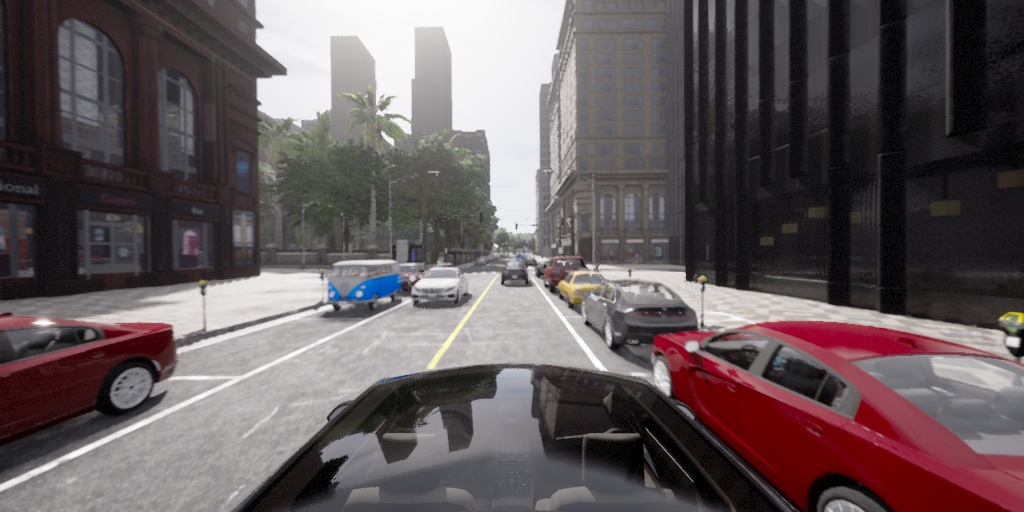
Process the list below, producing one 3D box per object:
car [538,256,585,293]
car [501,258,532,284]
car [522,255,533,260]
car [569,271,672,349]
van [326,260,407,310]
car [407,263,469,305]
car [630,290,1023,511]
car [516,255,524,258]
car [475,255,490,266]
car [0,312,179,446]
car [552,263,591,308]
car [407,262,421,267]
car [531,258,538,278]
[{"bbox_3d":[2.861,0.921,19.561,2.192,1.841,5.009,0,0,0],"label":"car"},{"bbox_3d":[0.197,1.120,24.955,1.812,1.442,4.674,-1,1,1],"label":"car"},{"bbox_3d":[3.002,0.910,56.848,1.948,1.339,4.313,0,0,0],"label":"car"},{"bbox_3d":[2.820,1.229,8.711,2.007,1.370,4.403,0,0,0],"label":"car"},{"bbox_3d":[-5.684,1.060,14.184,1.690,1.789,3.998,0,0,0],"label":"van"},{"bbox_3d":[-3.014,1.209,15.892,1.812,1.442,4.674,-1,0,0],"label":"car"},{"bbox_3d":[2.799,1.260,3.286,1.888,1.381,4.507,0,0,0],"label":"car"},{"bbox_3d":[0.289,0.998,44.825,1.812,1.442,4.674,0,1,0],"label":"car"},{"bbox_3d":[-5.503,0.931,62.320,2.007,1.370,4.403,0,0,0],"label":"car"},{"bbox_3d":[-5.725,1.336,3.331,1.888,1.381,4.507,0,0,0],"label":"car"},{"bbox_3d":[2.842,1.168,14.306,1.751,1.417,4.829,0,0,0],"label":"car"},{"bbox_3d":[-5.664,1.123,19.610,1.967,1.591,4.097,0,0,0],"label":"car"},{"bbox_3d":[2.902,1.098,30.412,1.948,1.339,4.313,0,0,0],"label":"car"}]
